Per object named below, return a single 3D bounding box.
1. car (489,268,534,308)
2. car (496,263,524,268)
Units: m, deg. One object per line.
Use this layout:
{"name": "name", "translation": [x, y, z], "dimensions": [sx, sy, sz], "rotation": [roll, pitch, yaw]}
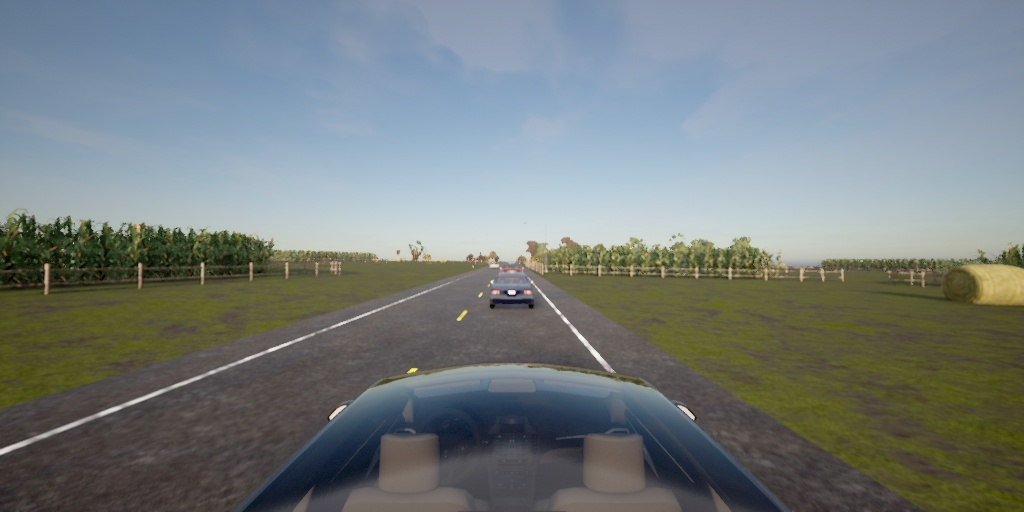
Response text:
{"name": "car", "translation": [-0.007, 1.430, 15.858], "dimensions": [2.033, 1.411, 5.357], "rotation": [0, -1, 0]}
{"name": "car", "translation": [-0.012, 1.375, 30.943], "dimensions": [2.097, 1.767, 4.553], "rotation": [0, -1, 0]}
